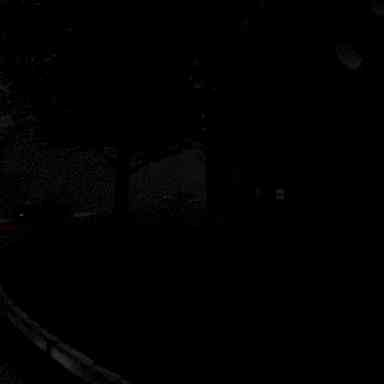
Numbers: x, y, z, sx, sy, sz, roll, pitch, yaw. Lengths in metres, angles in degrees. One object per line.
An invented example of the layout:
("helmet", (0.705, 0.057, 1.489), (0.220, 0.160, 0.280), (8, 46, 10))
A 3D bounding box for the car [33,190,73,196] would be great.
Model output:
("car", (-12.217, 0.944, 28.106), (2.150, 2.045, 5.566), (-3, 1, 25))

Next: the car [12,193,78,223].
("car", (-10.050, 1.175, 22.925), (1.882, 1.535, 5.008), (-3, 1, 10))

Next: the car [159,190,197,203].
("car", (-1.527, 0.477, 38.520), (2.033, 1.411, 5.357), (-3, 1, 34))
